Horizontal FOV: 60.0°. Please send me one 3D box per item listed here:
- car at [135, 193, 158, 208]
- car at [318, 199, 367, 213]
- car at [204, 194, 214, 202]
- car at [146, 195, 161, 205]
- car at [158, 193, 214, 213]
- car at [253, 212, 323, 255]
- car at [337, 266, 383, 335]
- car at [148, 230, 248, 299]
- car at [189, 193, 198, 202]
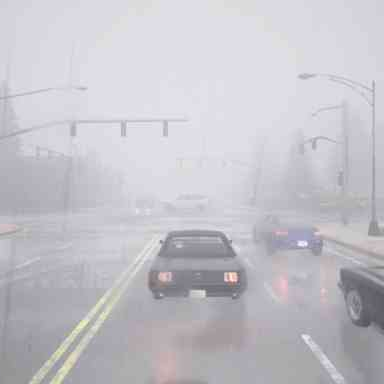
[{"bbox_3d":[-6.860,1.221,49.014,2.150,2.045,5.566,0,0,1],"label":"car"},{"bbox_3d":[16.290,1.478,36.153,5.008,1.535,1.882,0,0,0],"label":"car"},{"bbox_3d":[3.833,1.355,75.059,2.097,1.767,4.553,0,0,0],"label":"car"},{"bbox_3d":[-6.809,1.352,59.025,2.097,1.767,4.553,0,0,1],"label":"car"},{"bbox_3d":[-0.579,1.223,36.525,5.566,2.045,2.150,0,0,2],"label":"car"},{"bbox_3d":[3.637,1.526,13.174,1.812,1.442,4.674,0,0,0],"label":"car"},{"bbox_3d":[3.614,1.601,4.071,1.895,1.301,4.718,0,0,0],"label":"car"},{"bbox_3d":[0.099,1.601,8.383,1.895,1.301,4.718,0,0,0],"label":"car"},{"bbox_3d":[0.329,1.225,74.954,2.150,2.045,5.566,0,0,0],"label":"car"}]
